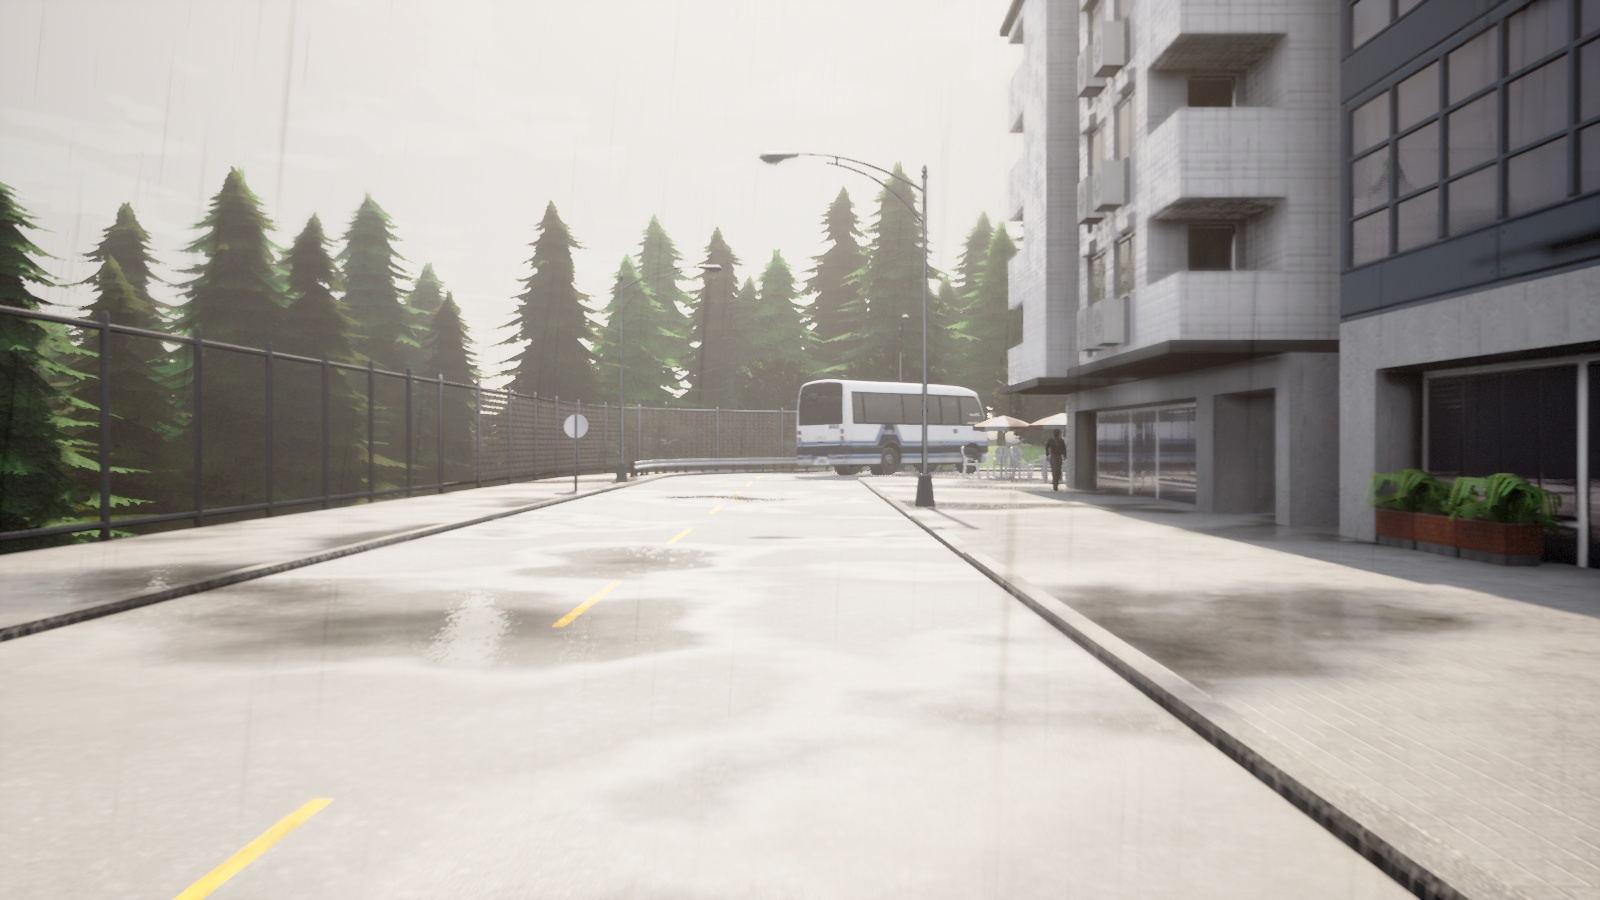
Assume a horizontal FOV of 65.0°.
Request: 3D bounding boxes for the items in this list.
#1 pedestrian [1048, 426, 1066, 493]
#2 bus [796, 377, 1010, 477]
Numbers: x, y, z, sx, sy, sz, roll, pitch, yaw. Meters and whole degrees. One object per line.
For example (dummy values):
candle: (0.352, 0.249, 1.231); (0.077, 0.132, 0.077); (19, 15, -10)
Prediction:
pedestrian: (7.466, 0.276, 36.482); (0.402, 1.930, 0.666); (0, 0, 0)
bus: (4.950, -0.953, 58.241); (10.273, 4.253, 3.944); (0, -1, -43)
